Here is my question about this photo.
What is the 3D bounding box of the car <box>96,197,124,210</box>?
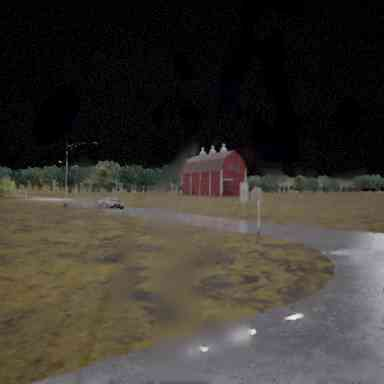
[{"bbox_3d":[-9.039,1.256,36.672,1.994,1.385,4.181,2,0,-36],"label":"car"}]
